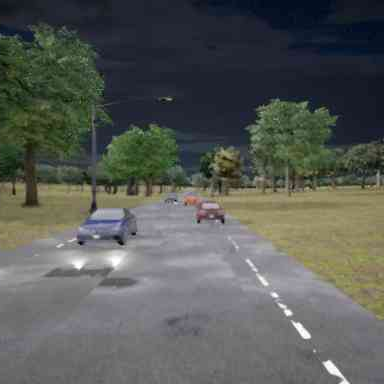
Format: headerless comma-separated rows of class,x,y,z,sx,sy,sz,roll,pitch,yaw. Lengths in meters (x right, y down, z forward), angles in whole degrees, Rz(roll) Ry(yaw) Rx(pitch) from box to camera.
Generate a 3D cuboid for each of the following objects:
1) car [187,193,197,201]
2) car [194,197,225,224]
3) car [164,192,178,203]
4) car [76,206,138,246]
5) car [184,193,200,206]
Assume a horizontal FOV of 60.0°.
car,0.003,0.950,66.390,1.812,1.442,4.674,0,0,1
car,1.219,1.328,22.960,1.812,1.442,4.674,0,0,0
car,-3.540,0.865,56.841,2.097,1.767,4.553,0,0,1
car,-3.594,1.397,14.820,1.812,1.442,4.674,0,0,0
car,0.019,0.948,46.926,2.097,1.767,4.553,0,0,0
